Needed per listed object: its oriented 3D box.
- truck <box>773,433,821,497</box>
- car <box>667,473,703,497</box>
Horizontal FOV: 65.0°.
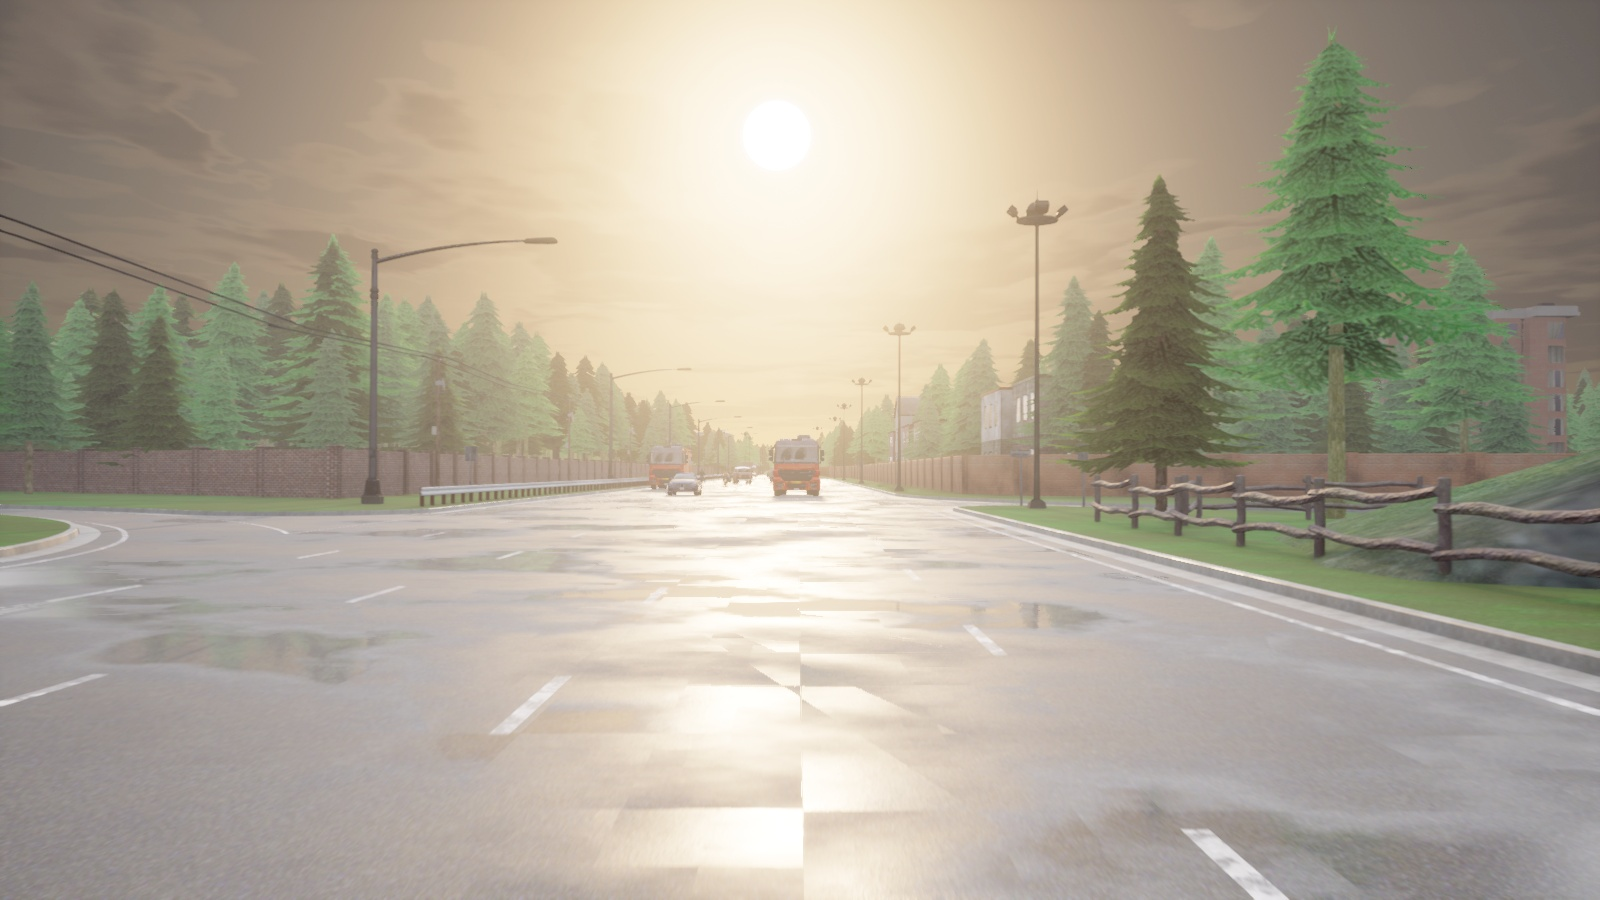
[{"bbox_3d":[-0.201,0.985,79.770,2.891,3.827,8.468,0,-1,0],"label":"truck"},{"bbox_3d":[-7.194,2.190,78.928,1.812,1.442,4.674,0,-1,0],"label":"car"}]
